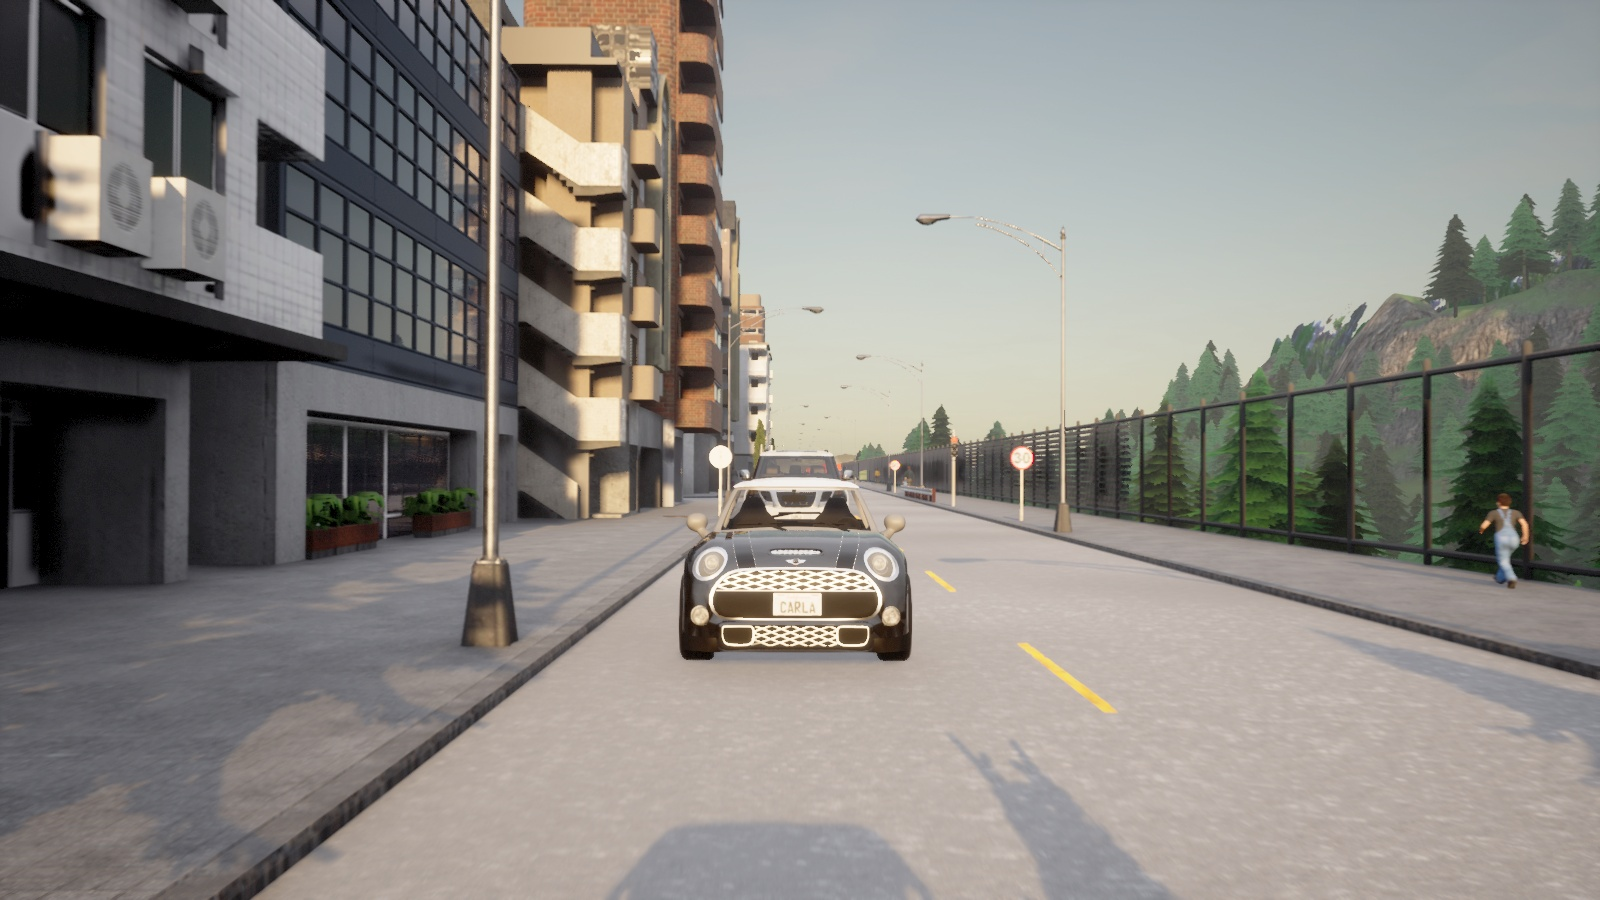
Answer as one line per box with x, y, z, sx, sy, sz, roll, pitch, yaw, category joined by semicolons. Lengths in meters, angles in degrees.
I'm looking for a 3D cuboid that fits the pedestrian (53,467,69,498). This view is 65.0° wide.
-43.718;1.938;74.323;0.726;1.835;0.370;0;-1;9;pedestrian

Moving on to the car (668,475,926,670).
-0.030;0.973;11.514;1.970;1.475;3.806;0;-1;0;car

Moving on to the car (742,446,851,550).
-0.072;0.994;27.512;2.150;2.045;5.566;0;-1;0;car

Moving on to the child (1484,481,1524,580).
9.134;1.041;16.305;0.270;1.263;0.437;0;-1;2;child
